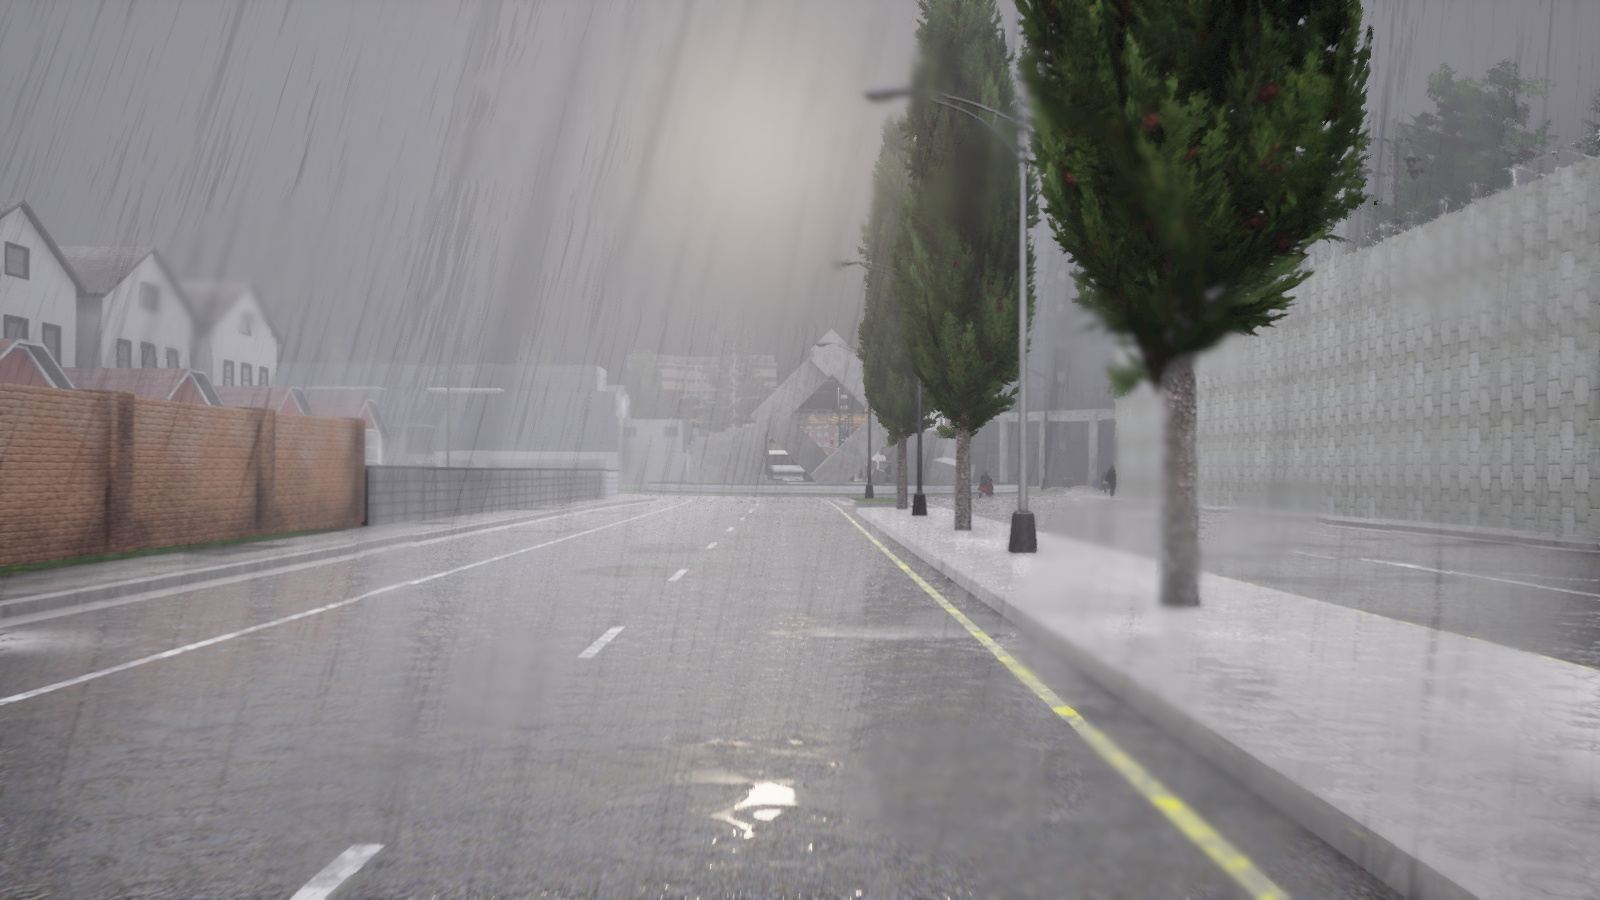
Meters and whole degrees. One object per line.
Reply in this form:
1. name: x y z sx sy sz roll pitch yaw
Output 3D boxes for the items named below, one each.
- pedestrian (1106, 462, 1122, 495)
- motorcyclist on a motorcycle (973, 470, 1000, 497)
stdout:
1. pedestrian: 17.711 1.585 70.884 0.634 1.844 0.899 -1 -1 28
2. motorcyclist on a motorcycle: 11.028 1.966 74.222 0.866 1.590 1.817 0 0 35
